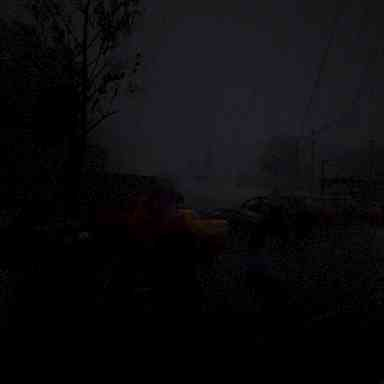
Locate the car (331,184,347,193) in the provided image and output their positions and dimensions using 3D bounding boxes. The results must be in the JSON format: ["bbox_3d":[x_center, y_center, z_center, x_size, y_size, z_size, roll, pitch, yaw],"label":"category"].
[{"bbox_3d":[24.904,-0.426,55.604,2.435,2.045,5.566,7,3,35],"label":"car"}]

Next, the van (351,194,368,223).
[{"bbox_3d":[9.280,1.296,22.896,4.442,1.987,1.878,-1,-1,35],"label":"van"}]

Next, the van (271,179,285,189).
[{"bbox_3d":[17.939,-1.491,65.355,1.878,1.987,4.442,7,4,35],"label":"van"}]

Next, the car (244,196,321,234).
[{"bbox_3d":[4.226,1.262,19.524,5.566,2.045,2.435,-1,-1,35],"label":"car"}]

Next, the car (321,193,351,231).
[{"bbox_3d":[6.740,1.266,21.227,5.566,2.045,2.435,-1,-1,35],"label":"car"}]

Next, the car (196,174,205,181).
[{"bbox_3d":[4.115,-3.699,85.117,2.435,2.045,5.566,7,3,34],"label":"car"}]

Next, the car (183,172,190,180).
[{"bbox_3d":[0.593,-4.085,90.055,2.185,1.767,4.553,4,1,33],"label":"car"}]

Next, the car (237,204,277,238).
[{"bbox_3d":[1.798,1.548,17.767,4.674,1.452,2.002,-1,-1,35],"label":"car"}]

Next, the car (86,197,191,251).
[{"bbox_3d":[-3.130,1.247,14.315,5.566,2.045,2.435,-1,-1,35],"label":"car"}]

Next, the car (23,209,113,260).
[{"bbox_3d":[-5.576,1.523,12.571,4.792,1.488,2.163,-1,-1,35],"label":"car"}]

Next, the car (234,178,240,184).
[{"bbox_3d":[11.066,-2.317,75.344,2.002,1.452,4.674,7,3,35],"label":"car"}]

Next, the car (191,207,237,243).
[{"bbox_3d":[-0.809,1.502,16.141,5.366,1.575,1.946,-1,-1,35],"label":"car"}]

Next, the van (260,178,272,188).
[{"bbox_3d":[16.211,-1.764,67.828,1.878,1.987,4.442,7,4,35],"label":"van"}]

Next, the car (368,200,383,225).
[{"bbox_3d":[11.690,1.403,24.645,4.553,1.767,2.185,-1,-1,35],"label":"car"}]

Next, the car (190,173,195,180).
[{"bbox_3d":[2.322,-3.851,87.584,2.185,1.767,4.553,6,3,34],"label":"car"}]

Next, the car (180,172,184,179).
[{"bbox_3d":[-1.177,-4.363,92.403,2.435,2.045,5.566,1,-1,34],"label":"car"}]

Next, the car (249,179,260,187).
[{"bbox_3d":[14.638,-1.812,70.560,1.946,1.575,5.366,7,3,35],"label":"car"}]

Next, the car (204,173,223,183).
[{"bbox_3d":[5.965,-3.176,82.857,1.946,1.575,5.366,7,3,34],"label":"car"}]

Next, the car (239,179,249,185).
[{"bbox_3d":[12.808,-2.044,72.881,2.002,1.452,4.674,7,4,35],"label":"car"}]

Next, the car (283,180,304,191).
[{"bbox_3d":[19.697,-0.993,62.992,2.231,1.521,4.892,7,3,35],"label":"car"}]

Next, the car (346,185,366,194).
[{"bbox_3d":[26.594,0.136,53.131,2.002,1.452,4.674,7,3,35],"label":"car"}]

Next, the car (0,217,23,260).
[{"bbox_3d":[-7.996,1.493,10.825,4.892,1.521,2.231,-1,-1,35],"label":"car"}]
